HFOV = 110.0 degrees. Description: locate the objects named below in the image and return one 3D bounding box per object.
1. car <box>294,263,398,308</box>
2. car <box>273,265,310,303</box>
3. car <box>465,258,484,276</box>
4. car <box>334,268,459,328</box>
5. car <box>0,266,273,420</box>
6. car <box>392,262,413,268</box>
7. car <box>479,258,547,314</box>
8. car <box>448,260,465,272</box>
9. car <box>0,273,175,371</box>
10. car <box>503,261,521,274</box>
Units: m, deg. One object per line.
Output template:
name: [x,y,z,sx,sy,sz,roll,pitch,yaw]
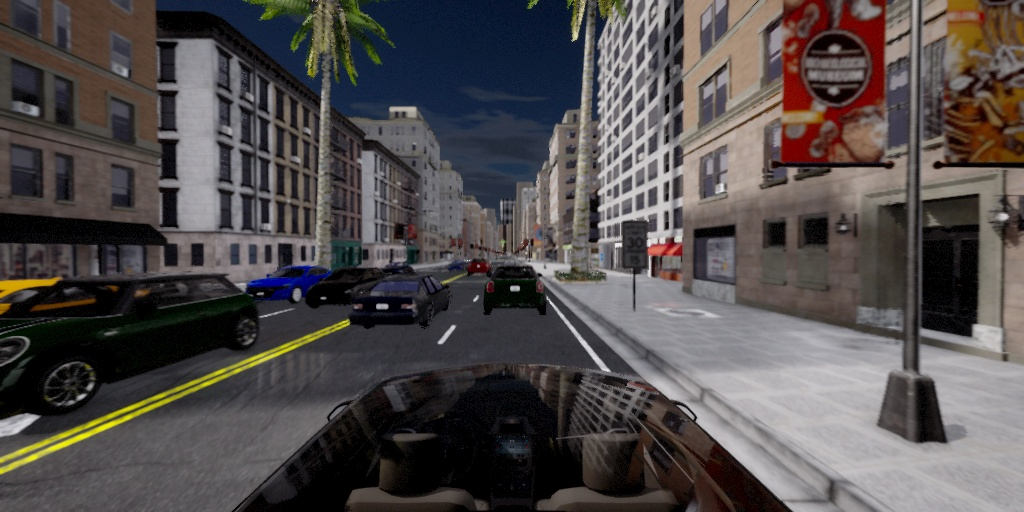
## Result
car: [-6.591,1.215,14.981,1.837,1.490,4.892,0,0,0]
car: [-9.839,1.187,16.529,1.882,1.535,5.008,0,0,0]
car: [-3.145,0.973,35.832,2.097,1.767,4.553,0,0,0]
car: [-3.152,1.267,11.217,2.033,1.411,5.357,0,0,0]
car: [-6.596,1.098,5.946,2.097,1.767,4.553,0,0,0]
car: [-9.829,1.215,30.922,1.994,1.385,4.181,0,0,0]
car: [0.100,1.057,13.601,2.097,1.767,4.553,0,0,0]
car: [-6.481,1.144,43.597,2.033,1.411,5.357,0,0,0]
car: [-9.851,1.225,6.959,1.882,1.535,5.008,0,0,0]
car: [0.031,1.204,39.142,1.895,1.301,4.718,0,0,1]
